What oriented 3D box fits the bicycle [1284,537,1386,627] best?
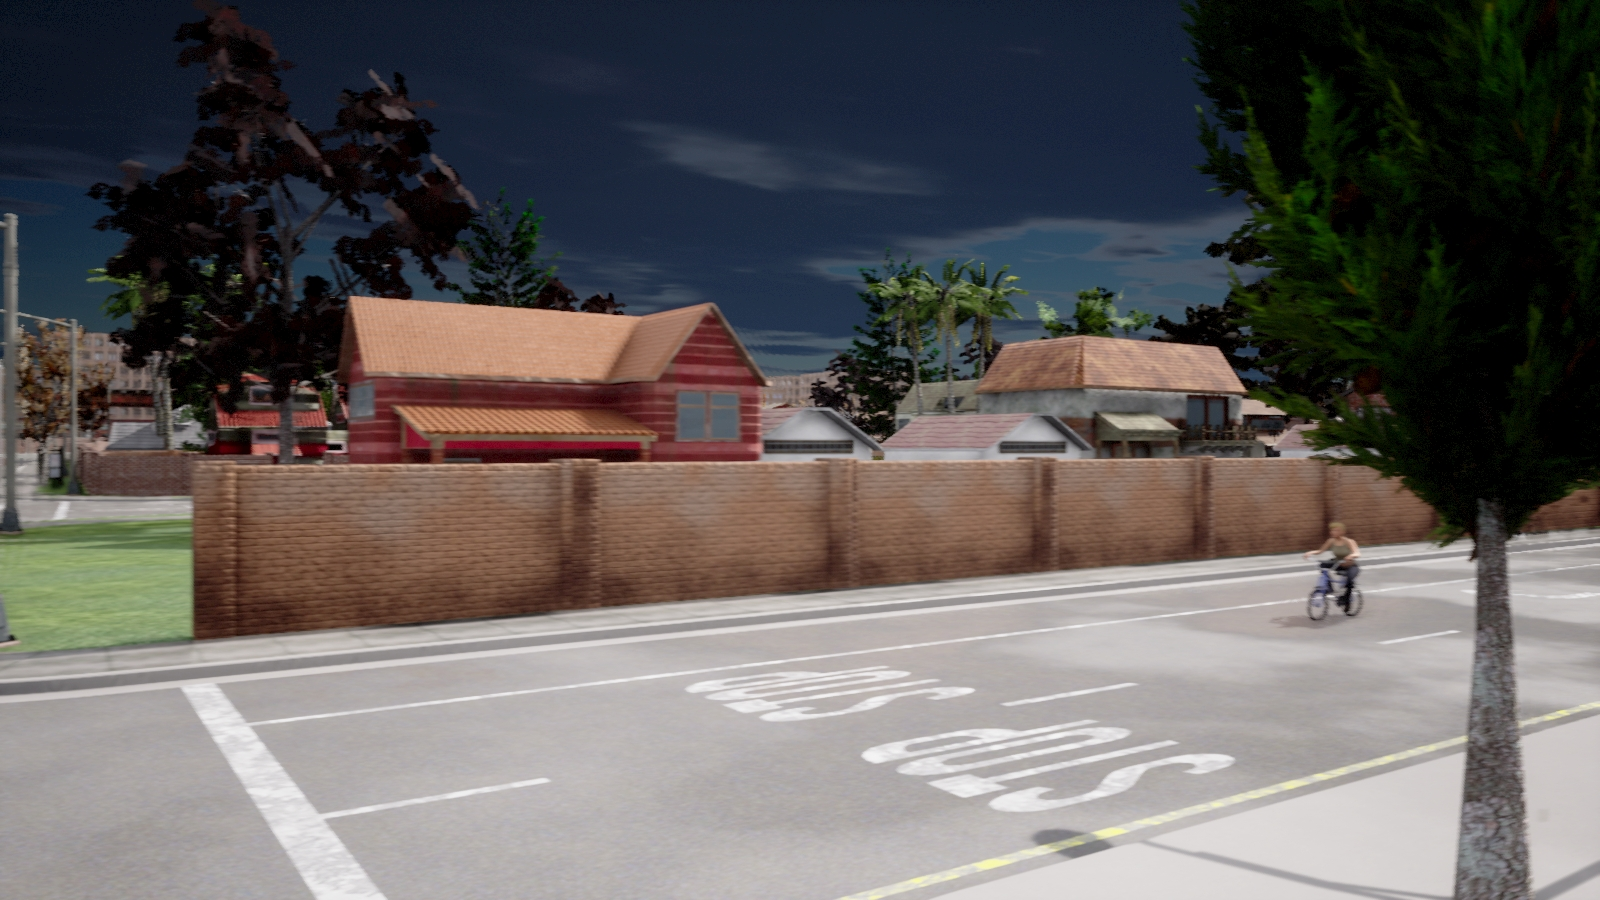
[{"bbox_3d":[8.814,2.140,18.817,1.487,1.301,0.859,0,0,-33],"label":"bicycle"}]

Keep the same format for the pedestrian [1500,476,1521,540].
[{"bbox_3d":[20.804,1.691,33.457,0.375,1.860,0.375,0,0,-32],"label":"pedestrian"}]
